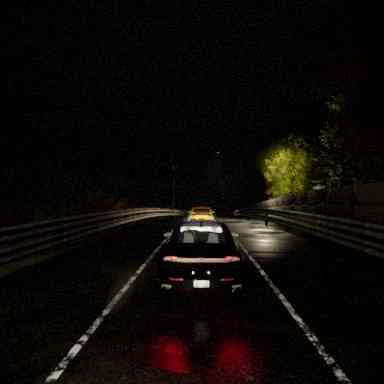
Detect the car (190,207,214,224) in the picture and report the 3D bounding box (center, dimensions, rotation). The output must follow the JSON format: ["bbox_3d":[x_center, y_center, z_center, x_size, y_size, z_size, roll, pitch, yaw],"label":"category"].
[{"bbox_3d":[0.951,2.130,31.115,2.128,1.511,4.902,0,-3,2],"label":"car"}]

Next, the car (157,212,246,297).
[{"bbox_3d":[0.238,1.508,8.616,2.128,1.511,4.902,0,0,1],"label":"car"}]

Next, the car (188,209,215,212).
[{"bbox_3d":[0.477,1.741,17.108,1.895,1.301,4.718,0,-1,2],"label":"car"}]

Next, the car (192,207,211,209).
[{"bbox_3d":[0.717,1.848,24.836,1.882,1.535,5.008,0,-2,2],"label":"car"}]

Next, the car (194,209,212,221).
[{"bbox_3d":[1.315,2.565,37.126,1.895,1.301,4.718,0,-3,3],"label":"car"}]
